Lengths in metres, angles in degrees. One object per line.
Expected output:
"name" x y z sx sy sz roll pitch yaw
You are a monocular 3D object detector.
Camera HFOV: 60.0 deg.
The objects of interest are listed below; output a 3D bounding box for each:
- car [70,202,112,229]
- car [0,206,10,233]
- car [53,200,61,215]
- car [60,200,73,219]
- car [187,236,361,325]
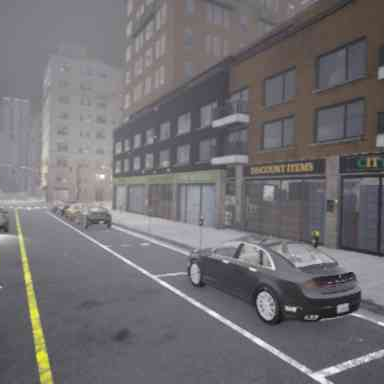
"car" -6.535 1.593 22.083 2.008 1.369 4.403 1 0 -28
"car" -11.257 1.472 18.493 1.994 1.385 4.181 2 -1 -28
"car" -11.840 1.570 31.915 1.947 1.339 4.313 1 0 -28
"car" -9.268 1.548 27.148 1.752 1.417 4.829 1 0 -28
"car" 1.423 1.646 7.336 2.008 1.369 4.403 1 0 -28
